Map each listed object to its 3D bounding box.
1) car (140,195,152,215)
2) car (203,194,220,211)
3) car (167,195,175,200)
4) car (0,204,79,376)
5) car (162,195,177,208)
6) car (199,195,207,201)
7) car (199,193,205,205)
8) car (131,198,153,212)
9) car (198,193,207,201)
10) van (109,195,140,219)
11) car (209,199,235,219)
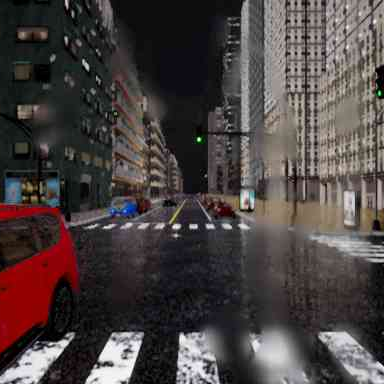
[{"bbox_3d":[-5.741,1.243,33.406,2.192,1.841,5.009,0,0,0],"label":"car"},{"bbox_3d":[2.629,1.358,38.949,1.967,1.590,4.097,0,0,0],"label":"car"},{"bbox_3d":[-5.851,1.403,94.210,1.947,1.339,4.313,0,0,0],"label":"car"},{"bbox_3d":[-3.006,1.215,3.513,2.150,2.045,5.566,0,0,0],"label":"car"},{"bbox_3d":[-3.082,1.463,46.424,1.994,1.385,4.181,0,0,0],"label":"car"},{"bbox_3d":[2.559,1.439,77.642,1.802,1.307,4.206,0,0,0],"label":"car"},{"bbox_3d":[2.600,1.328,55.531,1.967,1.590,4.097,0,0,0],"label":"car"},{"bbox_3d":[-5.752,1.462,38.935,1.887,1.381,4.507,0,0,0],"label":"car"},{"bbox_3d":[2.551,1.165,83.169,2.192,1.841,5.009,0,0,0],"label":"car"},{"bbox_3d":[-5.731,1.280,27.879,1.690,1.788,3.998,0,0,0],"label":"van"},{"bbox_3d":[2.648,1.521,27.893,1.802,1.307,4.206,0,0,0],"label":"car"}]
